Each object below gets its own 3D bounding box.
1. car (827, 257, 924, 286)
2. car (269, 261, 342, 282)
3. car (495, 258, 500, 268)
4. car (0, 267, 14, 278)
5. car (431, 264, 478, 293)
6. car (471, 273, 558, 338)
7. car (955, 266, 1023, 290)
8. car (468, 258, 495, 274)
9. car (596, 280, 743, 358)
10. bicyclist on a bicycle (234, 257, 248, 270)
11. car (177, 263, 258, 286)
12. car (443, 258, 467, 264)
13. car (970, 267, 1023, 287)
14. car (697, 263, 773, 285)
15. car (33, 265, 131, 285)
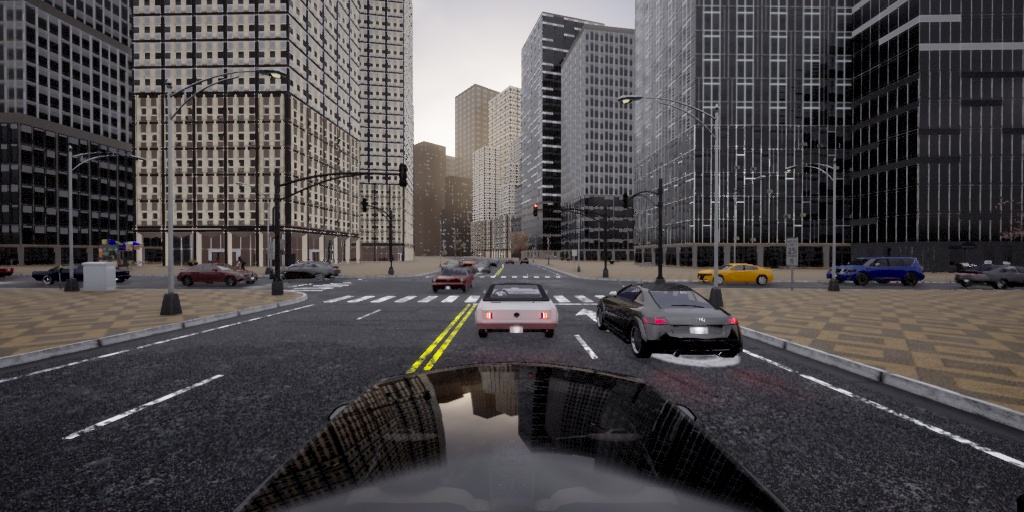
[{"bbox_3d":[26.379,1.074,26.128,5.566,2.045,2.150,0,0,2],"label":"car"},{"bbox_3d":[-15.351,1.153,26.756,4.902,1.511,2.128,0,1,-2],"label":"car"},{"bbox_3d":[-3.336,1.286,58.694,1.895,1.301,4.718,0,0,0],"label":"car"},{"bbox_3d":[-41.727,1.137,27.525,4.718,1.301,1.895,0,0,1],"label":"car"},{"bbox_3d":[-3.338,1.351,20.904,1.895,1.301,4.718,0,0,0],"label":"car"},{"bbox_3d":[0.101,1.348,10.183,1.895,1.301,4.718,0,0,0],"label":"car"},{"bbox_3d":[31.428,1.394,22.823,4.902,1.511,2.128,0,0,1],"label":"car"},{"bbox_3d":[-3.317,1.213,39.829,2.128,1.511,4.902,0,0,-1],"label":"car"},{"bbox_3d":[3.356,1.312,8.470,1.994,1.385,4.181,0,0,0],"label":"car"},{"bbox_3d":[-24.699,0.871,32.632,0.582,1.620,1.656,0,1,1],"label":"bicyclist on a bicycle"},{"bbox_3d":[-19.480,1.193,23.767,4.674,1.442,1.812,0,0,1],"label":"car"},{"bbox_3d":[-6.591,1.198,40.265,1.882,1.535,5.008,0,0,0],"label":"car"},{"bbox_3d":[36.699,1.500,25.903,4.718,1.301,1.895,0,0,1],"label":"car"},{"bbox_3d":[16.316,1.285,26.346,5.008,1.535,1.882,0,0,1],"label":"car"},{"bbox_3d":[-28.644,1.225,24.000,4.718,1.301,1.895,0,0,1],"label":"car"}]
